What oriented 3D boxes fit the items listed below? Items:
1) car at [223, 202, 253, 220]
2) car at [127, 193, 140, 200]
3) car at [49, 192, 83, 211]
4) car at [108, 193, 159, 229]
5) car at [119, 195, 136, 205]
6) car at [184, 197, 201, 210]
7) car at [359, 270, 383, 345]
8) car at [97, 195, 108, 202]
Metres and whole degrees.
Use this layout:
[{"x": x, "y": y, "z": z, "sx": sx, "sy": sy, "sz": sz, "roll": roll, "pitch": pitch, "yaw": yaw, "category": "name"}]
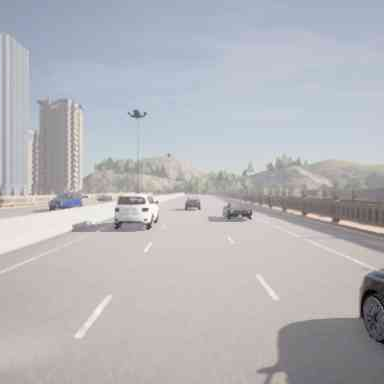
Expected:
[{"x": 3.604, "y": 1.499, "z": 27.105, "sx": 1.895, "sy": 1.301, "sz": 4.718, "roll": 0, "pitch": 0, "yaw": 0, "category": "car"}, {"x": -13.797, "y": 1.048, "z": 78.456, "sx": 2.097, "sy": 1.767, "sz": 4.553, "roll": 0, "pitch": 0, "yaw": 1, "category": "car"}, {"x": -14.082, "y": 1.080, "z": 37.521, "sx": 2.150, "sy": 2.045, "sz": 5.566, "roll": 0, "pitch": 0, "yaw": 0, "category": "car"}, {"x": -3.397, "y": 1.142, "z": 21.057, "sx": 2.150, "sy": 2.045, "sz": 5.566, "roll": 0, "pitch": 0, "yaw": 0, "category": "car"}, {"x": -10.543, "y": 1.273, "z": 54.568, "sx": 1.882, "sy": 1.535, "sz": 5.008, "roll": 0, "pitch": 0, "yaw": 0, "category": "car"}, {"x": 0.105, "y": 1.337, "z": 40.999, "sx": 2.128, "sy": 1.511, "sz": 4.902, "roll": 0, "pitch": 0, "yaw": 0, "category": "car"}, {"x": 3.601, "y": 1.478, "z": 3.441, "sx": 2.128, "sy": 1.511, "sz": 4.902, "roll": 0, "pitch": 0, "yaw": 0, "category": "car"}, {"x": -17.483, "y": 1.289, "z": 66.772, "sx": 2.033, "sy": 1.411, "sz": 5.357, "roll": 0, "pitch": 0, "yaw": 0, "category": "car"}]
